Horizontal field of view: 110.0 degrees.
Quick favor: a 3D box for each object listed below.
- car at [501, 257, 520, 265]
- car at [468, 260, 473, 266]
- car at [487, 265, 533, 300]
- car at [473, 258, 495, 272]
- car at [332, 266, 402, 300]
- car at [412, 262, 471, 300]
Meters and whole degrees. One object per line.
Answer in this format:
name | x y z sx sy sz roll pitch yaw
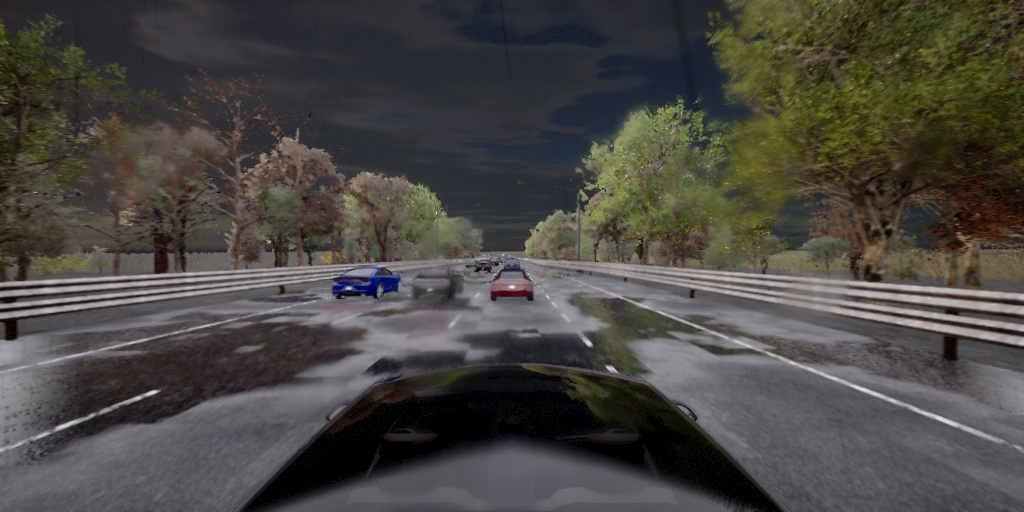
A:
car | 0.002 1.123 47.343 2.097 1.767 4.553 0 0 0
car | -6.999 1.337 63.503 2.033 1.411 5.357 0 0 0
car | -0.001 1.319 17.692 1.994 1.385 4.181 0 0 0
car | -3.499 1.277 45.447 1.837 1.490 4.892 0 0 0
car | -6.999 1.232 17.851 1.882 1.535 5.008 0 0 0
car | -3.498 1.246 17.767 2.128 1.511 4.902 0 0 0
